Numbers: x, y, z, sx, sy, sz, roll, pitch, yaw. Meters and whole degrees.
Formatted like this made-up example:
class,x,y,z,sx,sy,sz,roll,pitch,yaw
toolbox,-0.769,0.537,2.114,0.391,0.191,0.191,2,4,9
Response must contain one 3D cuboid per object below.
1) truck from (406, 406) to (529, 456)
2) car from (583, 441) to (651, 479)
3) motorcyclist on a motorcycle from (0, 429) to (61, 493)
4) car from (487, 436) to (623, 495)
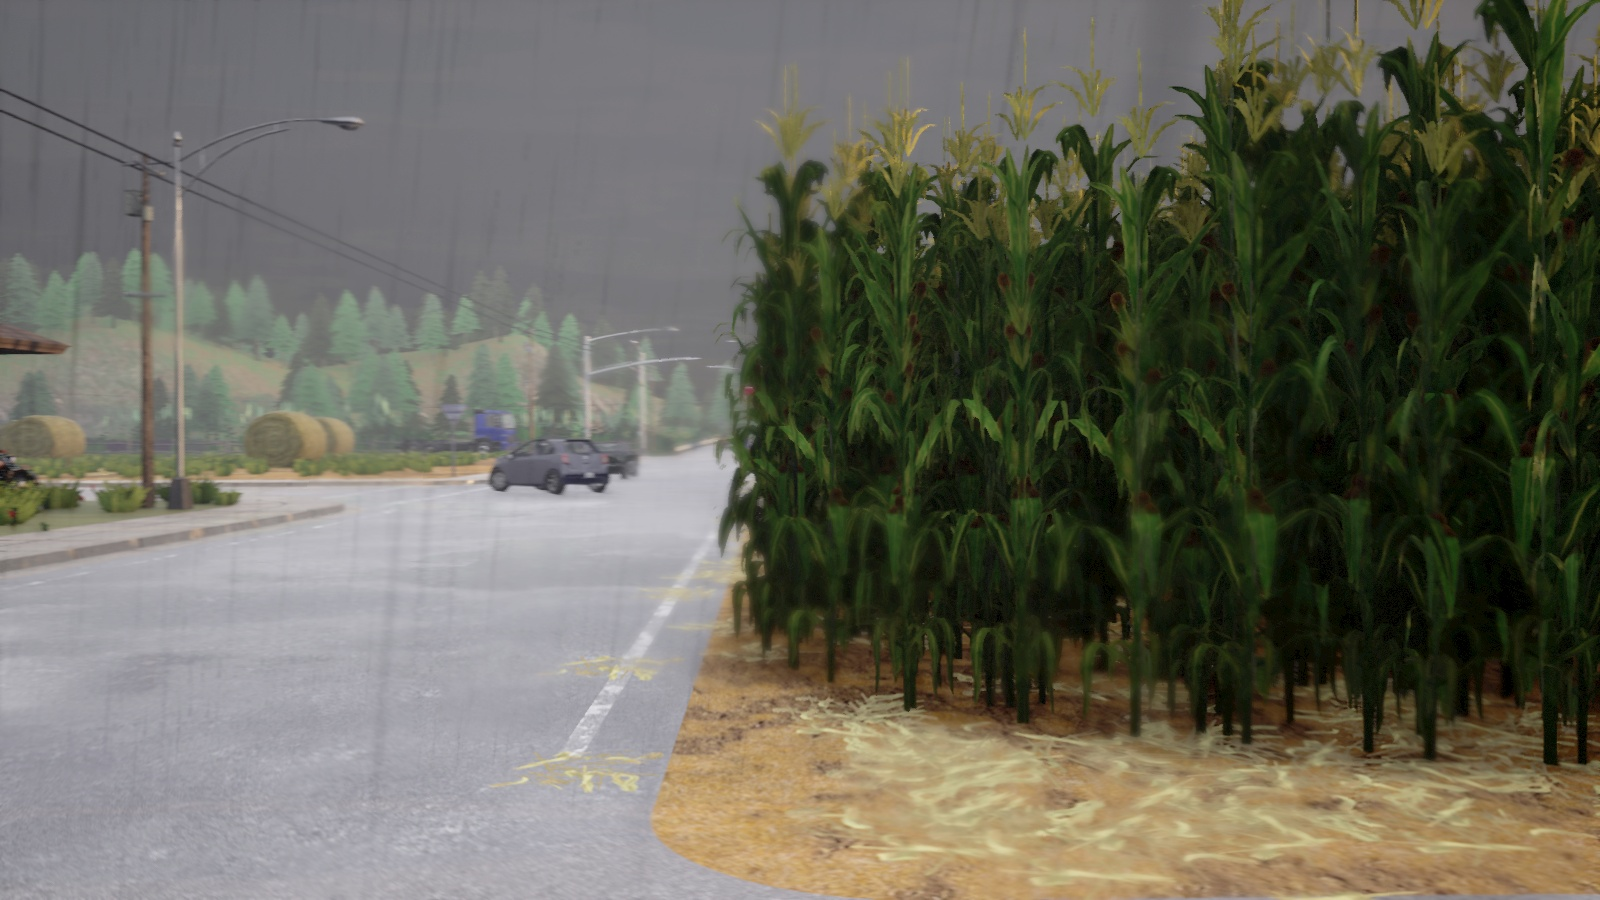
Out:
class,x,y,z,sx,sy,sz,roll,pitch,yaw
truck,-23.512,-1.350,88.953,7.936,3.462,2.891,0,1,3
car,-6.746,0.346,46.697,1.895,1.301,4.718,0,1,0
motorcyclist on a motorcycle,-20.541,0.271,32.517,2.350,1.649,0.766,0,1,-1
car,-6.777,0.393,34.617,3.633,1.501,1.845,1,1,41
